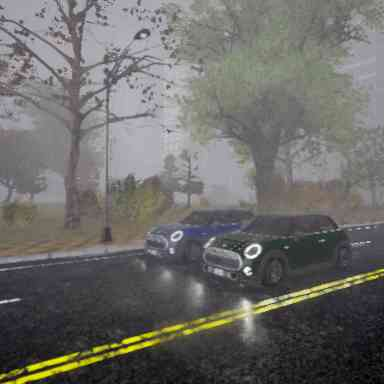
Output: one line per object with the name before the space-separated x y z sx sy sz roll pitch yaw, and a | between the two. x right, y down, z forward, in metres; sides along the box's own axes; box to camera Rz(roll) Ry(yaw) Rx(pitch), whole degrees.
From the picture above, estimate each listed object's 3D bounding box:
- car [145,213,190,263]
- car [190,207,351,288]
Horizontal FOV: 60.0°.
car | 0.590 1.379 12.102 4.553 1.767 2.097 0 0 -36
car | 2.484 1.378 9.461 4.553 1.767 2.097 0 0 -36
